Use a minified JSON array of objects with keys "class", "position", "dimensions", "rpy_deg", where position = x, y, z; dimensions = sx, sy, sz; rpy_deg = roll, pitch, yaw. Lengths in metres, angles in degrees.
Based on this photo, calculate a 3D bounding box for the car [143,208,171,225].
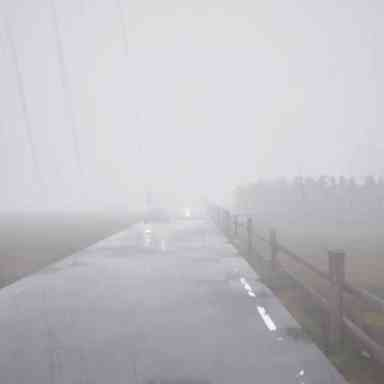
[{"class":"car","position":[-2.846,2.000,27.854],"dimensions":[1.994,1.385,4.181],"rpy_deg":[0,-1,0]}]
